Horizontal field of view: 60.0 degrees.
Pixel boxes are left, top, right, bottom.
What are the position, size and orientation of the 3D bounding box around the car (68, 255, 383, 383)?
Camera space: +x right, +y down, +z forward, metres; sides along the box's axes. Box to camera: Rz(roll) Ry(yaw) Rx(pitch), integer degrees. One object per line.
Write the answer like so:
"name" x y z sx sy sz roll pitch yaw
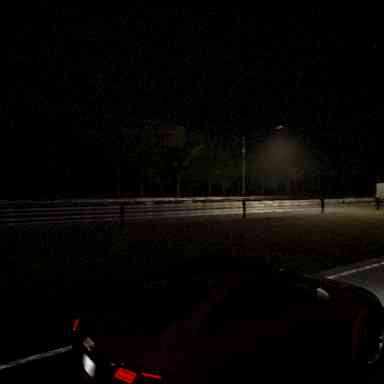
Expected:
"car" 0.678 1.545 4.229 4.181 1.385 1.994 0 0 -35
